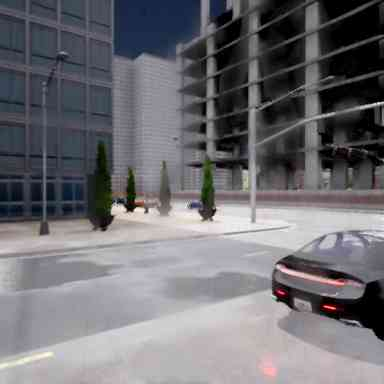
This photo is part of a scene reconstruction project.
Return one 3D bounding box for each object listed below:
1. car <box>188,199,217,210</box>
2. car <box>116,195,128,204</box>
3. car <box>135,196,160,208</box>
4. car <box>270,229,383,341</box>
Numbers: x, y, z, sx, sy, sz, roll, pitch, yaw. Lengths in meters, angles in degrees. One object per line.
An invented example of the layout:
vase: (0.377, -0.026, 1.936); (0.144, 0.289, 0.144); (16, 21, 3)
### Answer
car: (1.240, 1.574, 42.835); (1.812, 1.442, 4.674); (0, 0, -36)
car: (-12.222, 1.399, 61.497); (2.097, 1.767, 4.553); (0, 0, -36)
car: (-6.382, 1.402, 47.376); (2.097, 1.767, 4.553); (0, 0, -36)
car: (3.640, 1.490, 6.454); (4.902, 1.511, 2.128); (0, 0, -36)
